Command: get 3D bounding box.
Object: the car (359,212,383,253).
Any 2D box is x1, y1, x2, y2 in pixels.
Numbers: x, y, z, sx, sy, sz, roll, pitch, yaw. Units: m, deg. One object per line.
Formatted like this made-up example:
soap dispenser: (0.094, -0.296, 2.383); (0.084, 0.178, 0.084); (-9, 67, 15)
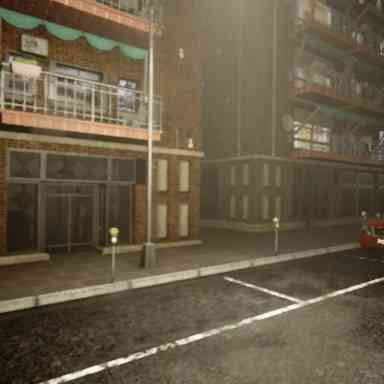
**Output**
car: (8.374, 1.331, 12.517); (5.009, 1.841, 2.192); (0, 1, -35)
